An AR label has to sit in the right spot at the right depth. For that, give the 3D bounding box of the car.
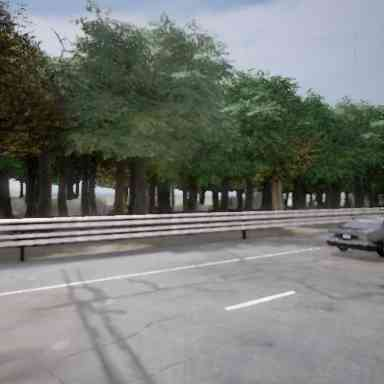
[{"bbox_3d":[7.729,1.720,13.690,5.357,1.411,2.033,1,-1,-35],"label":"car"}]
